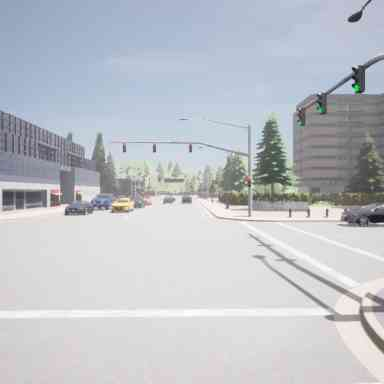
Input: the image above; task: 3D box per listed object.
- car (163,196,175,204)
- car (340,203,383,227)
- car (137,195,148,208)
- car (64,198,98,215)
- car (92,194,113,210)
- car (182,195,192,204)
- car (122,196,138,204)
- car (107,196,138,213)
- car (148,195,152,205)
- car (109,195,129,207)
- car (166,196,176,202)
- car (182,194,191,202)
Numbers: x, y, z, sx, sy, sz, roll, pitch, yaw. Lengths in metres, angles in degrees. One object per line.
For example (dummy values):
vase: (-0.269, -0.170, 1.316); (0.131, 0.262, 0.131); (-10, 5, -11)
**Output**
car: (-4.573, 1.547, 64.587); (2.033, 1.411, 5.357); (0, 0, -1)
car: (12.502, 1.492, 22.191); (4.902, 1.511, 2.128); (0, 0, -1)
car: (-7.929, 1.352, 47.054); (2.097, 1.767, 4.553); (0, 0, -1)
car: (-11.242, 1.564, 33.426); (1.994, 1.385, 4.181); (0, 0, -1)
car: (-11.375, 1.222, 42.778); (2.150, 2.045, 5.566); (0, 0, -1)
car: (-0.976, 1.505, 64.910); (1.837, 1.490, 4.892); (0, 0, -1)
car: (-11.595, 1.492, 62.937); (2.128, 1.511, 4.902); (0, 0, 0)
car: (-7.806, 1.478, 37.817); (1.882, 1.535, 5.008); (0, 0, -1)
car: (-8.050, 1.352, 57.168); (2.097, 1.767, 4.553); (0, 0, -1)
car: (-11.499, 1.352, 52.678); (2.097, 1.767, 4.553); (0, 0, -1)
car: (-4.718, 1.510, 75.222); (1.895, 1.301, 4.718); (0, 0, -1)
car: (-1.213, 1.355, 74.976); (2.097, 1.767, 4.553); (0, 0, -1)
